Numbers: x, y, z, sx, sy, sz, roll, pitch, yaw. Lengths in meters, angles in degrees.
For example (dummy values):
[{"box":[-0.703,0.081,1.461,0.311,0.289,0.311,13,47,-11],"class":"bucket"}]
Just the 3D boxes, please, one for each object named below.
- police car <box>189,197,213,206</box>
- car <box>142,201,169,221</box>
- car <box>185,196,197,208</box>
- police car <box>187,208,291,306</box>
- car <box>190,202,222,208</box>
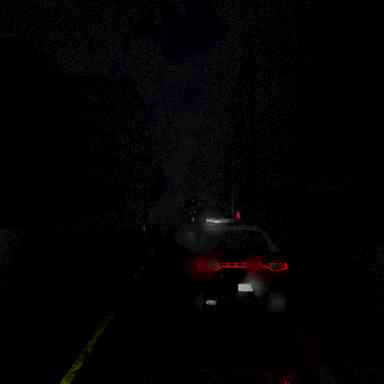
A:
[{"box":[0.955,1.422,24.252,1.930,1.638,5.238,0,0,0],"class":"police car"},{"box":[-2.937,1.501,27.398,1.837,1.490,4.892,0,0,0],"class":"car"},{"box":[0.147,1.345,47.917,2.097,1.767,4.553,0,0,1],"class":"car"},{"box":[0.918,1.425,8.252,1.930,1.638,5.238,0,0,0],"class":"police car"},{"box":[0.941,1.503,18.142,1.837,1.490,4.892,0,0,0],"class":"car"}]
